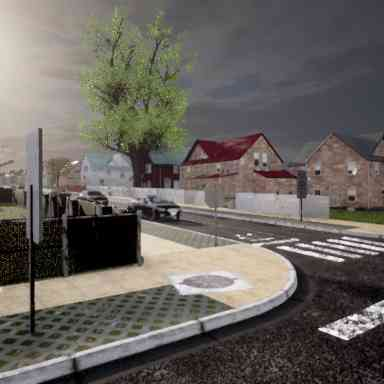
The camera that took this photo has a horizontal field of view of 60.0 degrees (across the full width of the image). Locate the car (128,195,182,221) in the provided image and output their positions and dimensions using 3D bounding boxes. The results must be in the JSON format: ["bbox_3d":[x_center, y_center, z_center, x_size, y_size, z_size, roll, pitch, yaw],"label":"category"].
[{"bbox_3d":[-2.478,0.951,21.545,2.128,1.511,4.902,0,2,-35],"label":"car"}]

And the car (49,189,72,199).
[{"bbox_3d":[-16.482,0.321,41.669,1.895,1.301,4.718,0,2,-34],"label":"car"}]

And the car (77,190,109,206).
[{"bbox_3d":[-9.413,0.596,31.478,1.837,1.490,4.892,0,2,-35],"label":"car"}]
